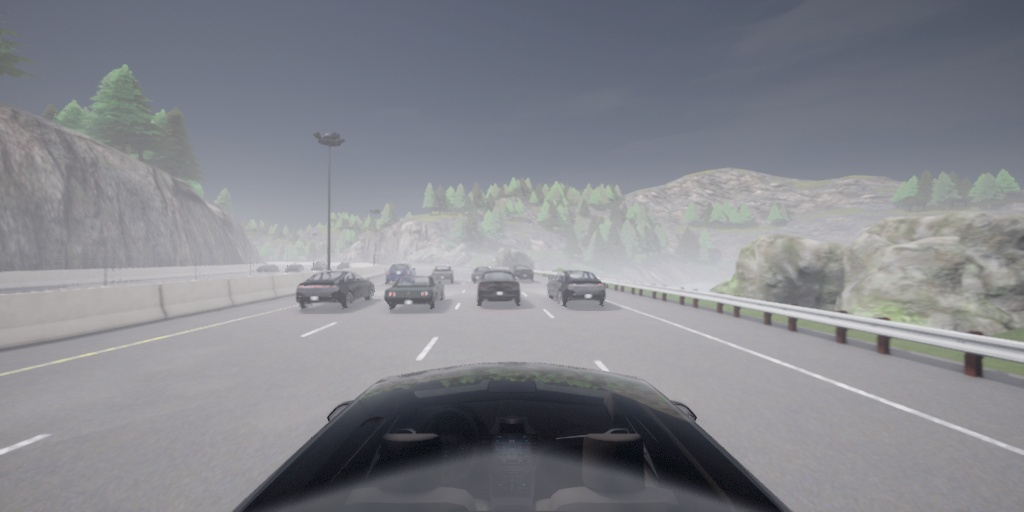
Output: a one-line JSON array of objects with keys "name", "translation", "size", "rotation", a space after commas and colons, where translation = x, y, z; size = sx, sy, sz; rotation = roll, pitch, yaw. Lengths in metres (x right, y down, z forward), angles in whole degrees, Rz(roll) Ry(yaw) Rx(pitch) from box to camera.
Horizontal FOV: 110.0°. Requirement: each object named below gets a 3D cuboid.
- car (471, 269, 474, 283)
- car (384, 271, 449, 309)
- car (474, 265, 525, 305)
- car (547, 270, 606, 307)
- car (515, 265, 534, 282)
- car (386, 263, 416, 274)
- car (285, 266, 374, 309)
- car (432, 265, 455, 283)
[{"name": "car", "translation": [-2.652, 1.647, 32.354], "size": [1.994, 1.385, 4.181], "rotation": [0, -1, -9]}, {"name": "car", "translation": [-4.116, 1.507, 15.912], "size": [1.895, 1.301, 4.718], "rotation": [0, -1, -4]}, {"name": "car", "translation": [-0.717, 1.395, 17.163], "size": [1.882, 1.535, 5.008], "rotation": [0, 0, -5]}, {"name": "car", "translation": [2.841, 1.403, 16.666], "size": [2.128, 1.511, 4.902], "rotation": [0, 0, -5]}, {"name": "car", "translation": [0.688, 1.572, 33.588], "size": [1.882, 1.535, 5.008], "rotation": [0, 0, -10]}, {"name": "car", "translation": [-9.542, 1.424, 31.143], "size": [2.097, 1.767, 4.553], "rotation": [0, -1, -9]}, {"name": "car", "translation": [-7.630, 1.401, 15.903], "size": [2.128, 1.511, 4.902], "rotation": [0, 0, -5]}, {"name": "car", "translation": [-6.097, 1.571, 31.759], "size": [2.128, 1.511, 4.902], "rotation": [0, 0, -9]}]
